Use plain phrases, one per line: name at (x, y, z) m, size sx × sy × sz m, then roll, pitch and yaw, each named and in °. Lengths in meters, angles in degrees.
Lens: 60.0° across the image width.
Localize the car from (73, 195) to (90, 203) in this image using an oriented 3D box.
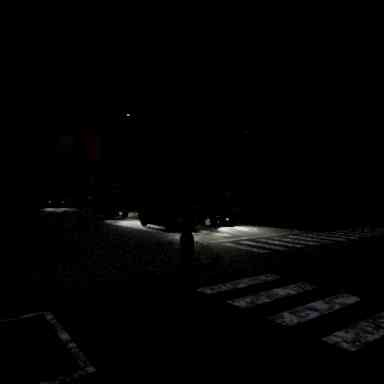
car at (-22.047, 1.366, 66.380) m, size 1.882 × 1.535 × 5.008 m, roll 0°, pitch 0°, yaw -36°

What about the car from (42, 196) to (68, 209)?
car at (-18.728, 1.284, 44.809) m, size 2.097 × 1.767 × 4.553 m, roll 0°, pitch 0°, yaw -35°

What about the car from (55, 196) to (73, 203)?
car at (-25.097, 1.438, 65.052) m, size 2.033 × 1.411 × 5.357 m, roll 0°, pitch 0°, yaw -36°

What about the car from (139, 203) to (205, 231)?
car at (-1.583, 1.455, 20.846) m, size 1.882 × 1.535 × 5.008 m, roll 0°, pitch 0°, yaw -36°

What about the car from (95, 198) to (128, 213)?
car at (-8.942, 1.424, 36.672) m, size 1.882 × 1.535 × 5.008 m, roll 0°, pitch 0°, yaw -36°

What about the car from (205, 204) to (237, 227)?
car at (1.104, 1.535, 22.690) m, size 1.994 × 1.385 × 4.181 m, roll 0°, pitch 0°, yaw -35°

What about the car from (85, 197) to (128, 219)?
car at (-7.131, 1.452, 28.574) m, size 2.128 × 1.511 × 4.902 m, roll 0°, pitch 0°, yaw -36°

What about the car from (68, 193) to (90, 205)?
car at (-18.961, 1.131, 56.503) m, size 2.150 × 2.045 × 5.566 m, roll 0°, pitch 0°, yaw -35°
